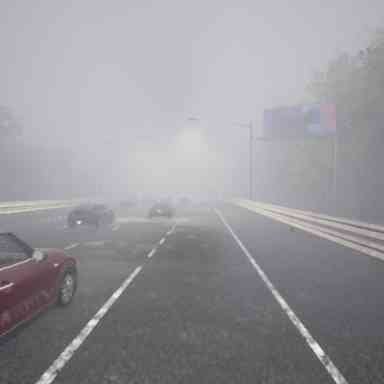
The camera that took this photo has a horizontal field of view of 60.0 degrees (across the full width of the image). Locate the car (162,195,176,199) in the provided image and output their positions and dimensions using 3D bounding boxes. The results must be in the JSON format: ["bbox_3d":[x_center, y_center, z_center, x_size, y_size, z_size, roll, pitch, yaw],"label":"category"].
[{"bbox_3d":[-4.867,1.503,64.687,2.128,1.511,4.902,0,0,2],"label":"car"}]

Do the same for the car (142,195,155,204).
[{"bbox_3d":[-8.360,1.350,64.799,2.097,1.767,4.553,0,0,2],"label":"car"}]

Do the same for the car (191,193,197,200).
[{"bbox_3d":[-0.316,1.461,94.165,2.097,1.767,4.553,0,0,2],"label":"car"}]

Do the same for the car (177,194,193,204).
[{"bbox_3d":[-1.371,1.502,64.512,1.882,1.535,5.008,0,0,2],"label":"car"}]

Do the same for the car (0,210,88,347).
[{"bbox_3d":[-3.479,1.340,5.076,2.097,1.767,4.553,0,0,2],"label":"car"}]

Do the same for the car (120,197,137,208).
[{"bbox_3d":[-8.996,1.500,46.884,1.812,1.442,4.674,0,0,2],"label":"car"}]

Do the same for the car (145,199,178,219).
[{"bbox_3d":[-2.609,1.558,29.415,1.994,1.385,4.181,0,0,2],"label":"car"}]

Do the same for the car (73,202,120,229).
[{"bbox_3d":[-6.396,1.486,21.511,1.837,1.490,4.892,0,0,2],"label":"car"}]
